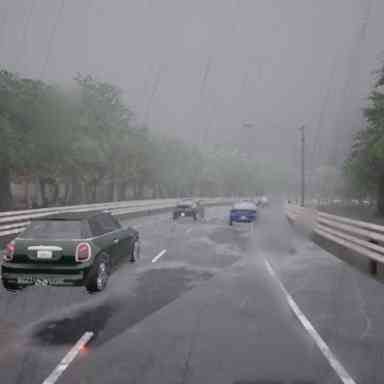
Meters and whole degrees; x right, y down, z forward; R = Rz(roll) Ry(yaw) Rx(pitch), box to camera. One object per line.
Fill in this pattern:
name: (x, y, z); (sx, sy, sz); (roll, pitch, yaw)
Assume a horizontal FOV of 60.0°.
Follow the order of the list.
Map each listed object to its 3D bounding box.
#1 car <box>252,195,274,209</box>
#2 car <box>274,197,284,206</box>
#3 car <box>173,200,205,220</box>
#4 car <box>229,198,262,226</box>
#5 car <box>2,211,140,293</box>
car: (9.141, 1.331, 44.793); (2.097, 1.767, 4.553); (0, 0, 24)
car: (14.367, 1.565, 56.311); (1.882, 1.535, 5.008); (1, 0, 28)
car: (-0.155, 1.393, 26.555); (1.837, 1.490, 4.892); (0, 0, 12)
car: (3.602, 1.390, 22.610); (1.882, 1.535, 5.008); (0, 0, 11)
car: (-2.858, 1.290, 8.951); (2.097, 1.767, 4.553); (0, 0, 4)
